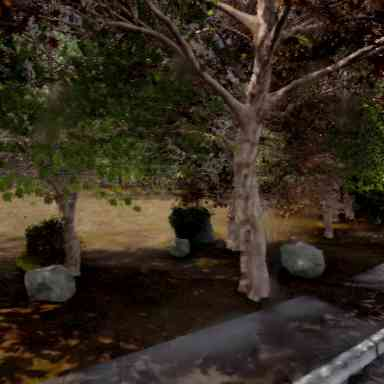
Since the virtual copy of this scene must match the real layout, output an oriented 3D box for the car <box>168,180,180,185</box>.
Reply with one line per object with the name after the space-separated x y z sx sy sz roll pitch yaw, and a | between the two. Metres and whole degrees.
-5.885 -2.499 87.738 2.163 1.488 4.792 4 2 31 | car
